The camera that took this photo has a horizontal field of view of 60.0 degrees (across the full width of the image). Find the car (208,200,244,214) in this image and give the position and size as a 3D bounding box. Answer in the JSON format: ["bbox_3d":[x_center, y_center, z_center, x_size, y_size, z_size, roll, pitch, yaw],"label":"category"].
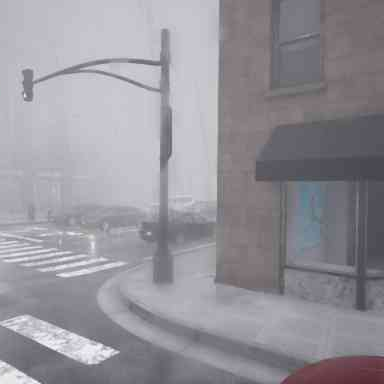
[{"bbox_3d":[4.201,1.731,40.007,2.128,1.511,4.902,1,0,36],"label":"car"}]

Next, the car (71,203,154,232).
[{"bbox_3d":[-4.979,1.616,21.541,1.837,1.490,4.892,1,0,35],"label":"car"}]

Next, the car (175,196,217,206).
[{"bbox_3d":[0.924,1.550,29.822,2.097,1.767,4.553,1,0,36],"label":"car"}]

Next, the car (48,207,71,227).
[{"bbox_3d":[-7.630,1.569,23.420,1.837,1.490,4.892,1,0,35],"label":"car"}]

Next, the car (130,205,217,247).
[{"bbox_3d":[-0.416,1.673,16.401,1.882,1.535,5.008,1,0,35],"label":"car"}]

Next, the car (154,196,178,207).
[{"bbox_3d":[-1.770,1.372,31.648,2.150,2.045,5.566,1,0,35],"label":"car"}]

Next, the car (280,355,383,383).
[{"bbox_3d":[2.417,1.545,1.229,4.507,1.381,1.887,0,1,35],"label":"car"}]
